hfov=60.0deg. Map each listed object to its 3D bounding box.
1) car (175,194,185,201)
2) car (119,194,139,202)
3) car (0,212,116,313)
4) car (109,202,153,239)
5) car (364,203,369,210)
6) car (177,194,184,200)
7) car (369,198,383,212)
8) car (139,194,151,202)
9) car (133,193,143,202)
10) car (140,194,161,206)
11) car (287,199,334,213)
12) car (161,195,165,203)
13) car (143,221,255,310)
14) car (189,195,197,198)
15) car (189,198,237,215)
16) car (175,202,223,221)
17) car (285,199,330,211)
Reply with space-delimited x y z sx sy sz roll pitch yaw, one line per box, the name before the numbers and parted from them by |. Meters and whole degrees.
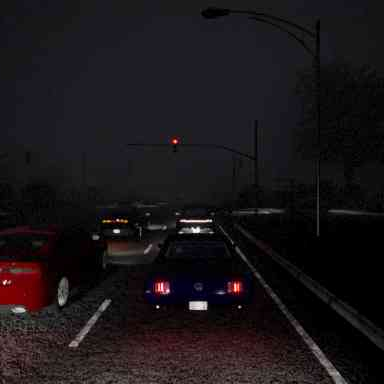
car | -3.275 1.532 84.626 2.033 1.411 5.357 0 0 0
car | -10.452 1.547 53.376 2.033 1.411 5.357 0 0 0
car | -3.381 1.478 7.768 1.882 1.535 5.008 0 0 0
car | -3.356 1.505 17.266 1.837 1.490 4.892 0 0 0
car | 22.860 1.484 39.100 4.902 1.511 2.128 0 0 3
car | -3.207 1.328 95.035 1.882 1.535 5.008 0 0 1
car | 22.235 1.470 35.629 5.008 1.535 1.882 0 0 3
car | -10.308 1.355 73.411 2.097 1.767 4.553 0 0 0
car | -10.382 1.222 63.376 2.150 2.045 5.566 0 0 1
car | -6.944 1.547 55.780 2.033 1.411 5.357 0 0 0
car | 12.815 1.491 36.166 4.902 1.511 2.128 0 0 3
car | -6.819 1.354 69.303 2.097 1.767 4.553 0 0 0
car | 0.120 1.601 7.741 1.895 1.301 4.718 0 0 0
car | 0.225 1.500 84.631 1.837 1.490 4.892 0 0 0
car | 2.140 1.601 34.088 4.718 1.301 1.895 0 0 25
car | 0.154 1.491 17.003 2.128 1.511 4.902 0 0 -1
car | 13.684 1.526 39.620 4.674 1.442 1.812 0 0 5
